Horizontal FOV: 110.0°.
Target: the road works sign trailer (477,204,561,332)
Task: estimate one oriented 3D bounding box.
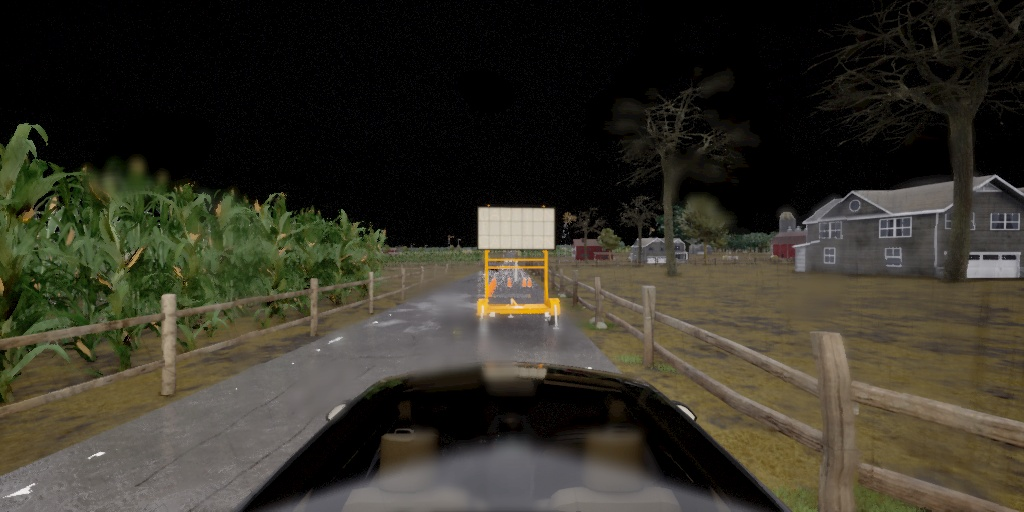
[{"bbox_3d":[0.121,0.227,11.037,2.380,3.560,2.880,0,0,-5],"label":"road works sign trailer"}]

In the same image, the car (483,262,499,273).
[{"bbox_3d":[-2.747,1.490,46.911,1.895,1.301,4.718,0,0,0],"label":"car"}]
